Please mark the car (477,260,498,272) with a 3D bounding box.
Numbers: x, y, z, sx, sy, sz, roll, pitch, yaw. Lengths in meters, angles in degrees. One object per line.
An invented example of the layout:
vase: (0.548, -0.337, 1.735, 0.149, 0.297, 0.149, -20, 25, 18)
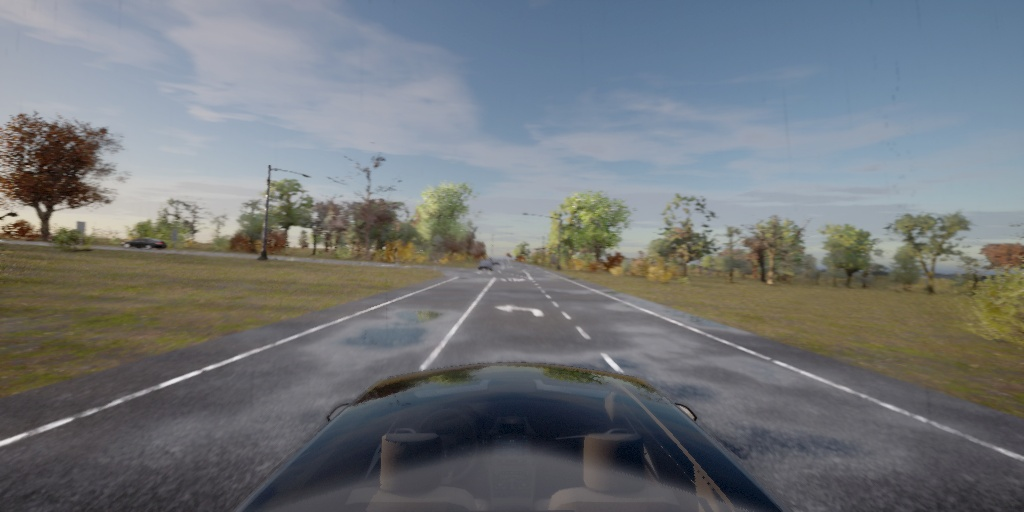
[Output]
car: (-3.360, 1.227, 46.323, 2.033, 1.411, 5.357, 3, 0, 0)
